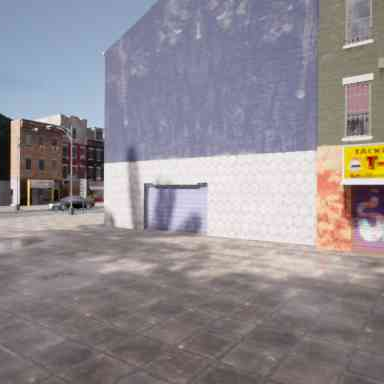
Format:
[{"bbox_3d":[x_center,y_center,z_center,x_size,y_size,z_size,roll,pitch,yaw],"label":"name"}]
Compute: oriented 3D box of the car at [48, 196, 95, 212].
[{"bbox_3d":[-12.378,1.180,34.458,2.128,1.511,4.902,1,1,36],"label":"car"}]
